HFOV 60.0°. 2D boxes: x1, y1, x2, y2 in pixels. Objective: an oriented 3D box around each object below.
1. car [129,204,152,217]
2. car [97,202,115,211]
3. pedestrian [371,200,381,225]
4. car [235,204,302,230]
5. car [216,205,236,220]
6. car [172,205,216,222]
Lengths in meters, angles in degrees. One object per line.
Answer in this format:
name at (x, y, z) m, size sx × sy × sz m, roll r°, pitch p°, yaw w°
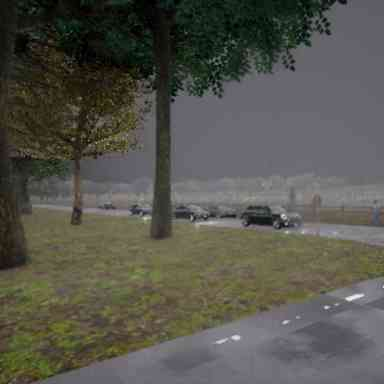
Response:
car at (-6.128, 2.205, 41.087) m, size 1.837 × 1.490 × 4.892 m, roll -1°, pitch 0°, yaw -35°
car at (-15.336, 2.501, 59.263) m, size 1.837 × 1.490 × 4.892 m, roll -1°, pitch 0°, yaw -35°
pedestrian at (13.244, 1.456, 23.922) m, size 0.375 × 1.860 × 0.375 m, roll -3°, pitch 1°, yaw -35°
car at (5.713, 1.680, 24.241) m, size 2.097 × 1.767 × 4.553 m, roll -1°, pitch 0°, yaw -35°
car at (2.521, 2.018, 33.907) m, size 1.994 × 1.385 × 4.181 m, roll -1°, pitch 0°, yaw -35°
car at (-0.167, 2.020, 32.602) m, size 1.837 × 1.490 × 4.892 m, roll -1°, pitch 0°, yaw -35°
